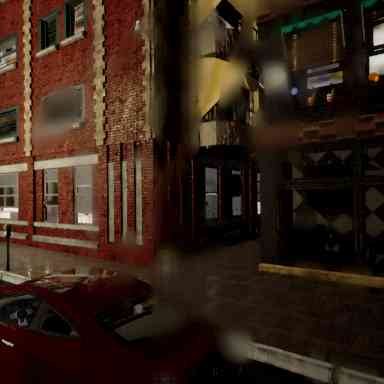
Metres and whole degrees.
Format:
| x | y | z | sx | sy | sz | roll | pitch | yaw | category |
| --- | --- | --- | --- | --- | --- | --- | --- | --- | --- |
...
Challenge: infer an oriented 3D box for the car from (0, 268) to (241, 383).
| x | y | z | sx | sy | sz | roll | pitch | yaw | category |
| --- | --- | --- | --- | --- | --- | --- | --- | --- | --- |
| -1.472 | 1.583 | 3.899 | 4.206 | 1.307 | 1.802 | 0 | -1 | 36 | car |
